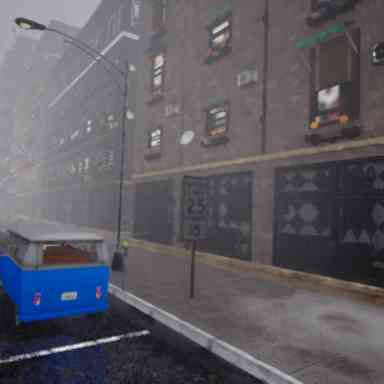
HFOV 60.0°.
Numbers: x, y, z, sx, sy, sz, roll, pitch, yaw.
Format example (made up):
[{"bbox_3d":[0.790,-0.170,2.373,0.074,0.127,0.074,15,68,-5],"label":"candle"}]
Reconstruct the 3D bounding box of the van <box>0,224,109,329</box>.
[{"bbox_3d":[-3.275,1.682,7.495,1.690,1.788,3.998,5,-4,-35],"label":"van"}]
